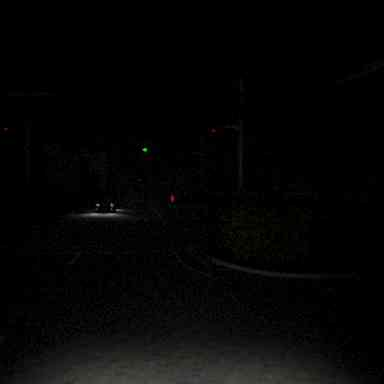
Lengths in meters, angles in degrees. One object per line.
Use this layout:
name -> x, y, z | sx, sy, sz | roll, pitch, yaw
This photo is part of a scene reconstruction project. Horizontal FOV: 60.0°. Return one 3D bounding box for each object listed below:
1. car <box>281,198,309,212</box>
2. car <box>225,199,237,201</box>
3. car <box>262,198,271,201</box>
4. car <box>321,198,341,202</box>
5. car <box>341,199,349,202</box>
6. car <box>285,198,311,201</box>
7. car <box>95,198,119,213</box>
car -> 14.730, 1.841, 47.734 | 1.932, 1.855, 4.605 | 1, 0, -9
car -> 6.284, 1.999, 56.513 | 2.007, 1.523, 4.514 | 1, 0, -9
car -> 15.066, 2.036, 65.394 | 2.152, 1.636, 5.027 | 1, 0, -9
car -> 27.697, 2.140, 67.427 | 1.905, 1.878, 3.866 | 1, 0, -9
car -> 30.500, 2.203, 68.295 | 1.932, 1.855, 4.605 | 1, 0, -9
car -> 12.736, 1.732, 39.444 | 1.905, 1.878, 3.866 | 1, 0, -9
car -> -10.237, 1.519, 39.813 | 2.097, 1.767, 4.553 | 1, 0, -9
